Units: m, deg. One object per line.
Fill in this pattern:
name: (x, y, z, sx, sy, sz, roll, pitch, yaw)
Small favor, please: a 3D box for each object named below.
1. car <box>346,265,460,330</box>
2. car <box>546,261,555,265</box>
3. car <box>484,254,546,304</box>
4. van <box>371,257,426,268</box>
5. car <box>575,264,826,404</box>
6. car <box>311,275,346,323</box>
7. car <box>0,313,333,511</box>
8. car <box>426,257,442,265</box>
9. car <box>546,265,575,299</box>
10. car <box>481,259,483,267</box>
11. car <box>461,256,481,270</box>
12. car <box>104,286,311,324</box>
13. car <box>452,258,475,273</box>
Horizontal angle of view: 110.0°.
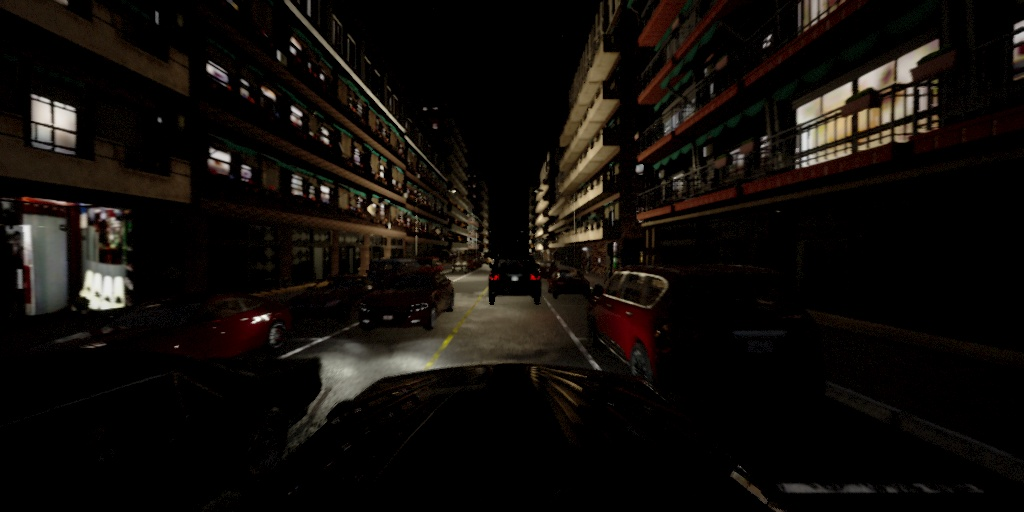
car: (-2.999, 1.207, 11.157, 1.882, 1.535, 5.008, 0, 0, 0)
car: (2.691, 1.122, 28.910, 1.967, 1.591, 4.097, 0, 0, 0)
car: (0.106, 0.936, 16.254, 2.150, 2.045, 5.566, 0, 0, 0)
van: (-5.672, 1.050, 17.614, 1.690, 1.789, 3.998, 0, 0, 0)
car: (2.690, 1.053, 6.255, 2.192, 1.841, 5.009, 0, 0, 0)
car: (-5.661, 1.306, 11.949, 1.802, 1.307, 4.207, 0, 0, 0)
car: (-3.065, 1.351, 1.793, 1.895, 1.301, 4.718, 0, 0, 0)
car: (-5.700, 1.010, 23.277, 2.192, 1.841, 5.009, 0, 0, 0)
car: (2.690, 1.291, 17.582, 1.802, 1.307, 4.207, 0, 0, 0)
car: (-5.689, 1.068, 51.597, 1.967, 1.591, 4.097, 0, 0, 0)
car: (-5.689, 0.956, 45.933, 2.192, 1.841, 5.009, 0, 0, 0)
car: (-5.658, 1.320, 6.286, 1.802, 1.307, 4.207, 0, 0, 0)
car: (-5.689, 1.205, 40.269, 2.007, 1.370, 4.403, 0, 0, 0)
